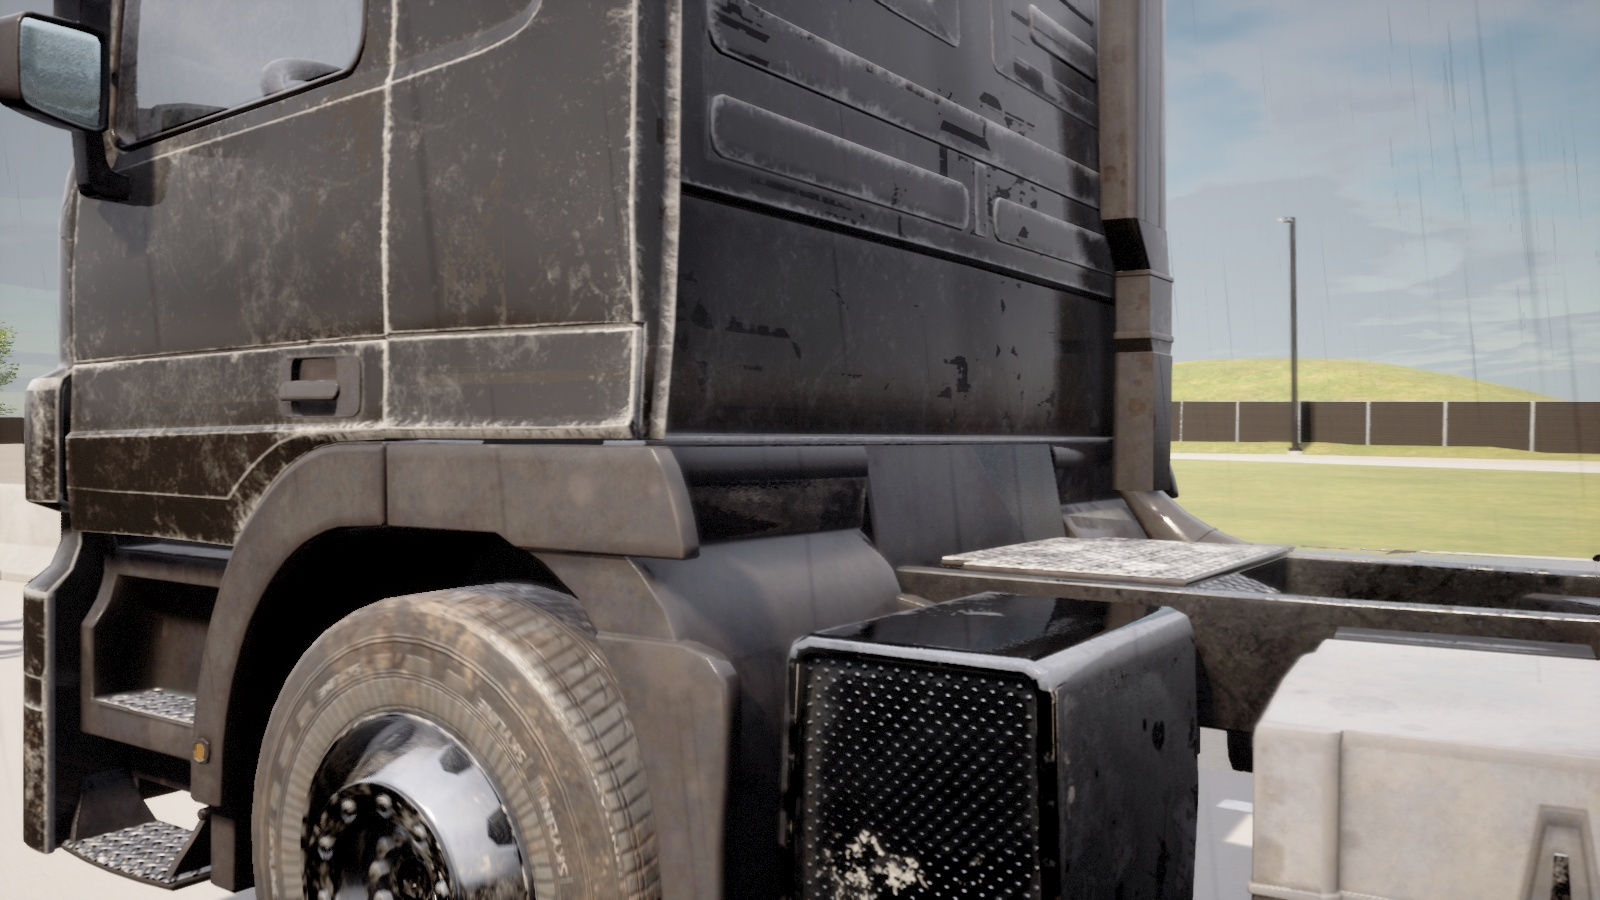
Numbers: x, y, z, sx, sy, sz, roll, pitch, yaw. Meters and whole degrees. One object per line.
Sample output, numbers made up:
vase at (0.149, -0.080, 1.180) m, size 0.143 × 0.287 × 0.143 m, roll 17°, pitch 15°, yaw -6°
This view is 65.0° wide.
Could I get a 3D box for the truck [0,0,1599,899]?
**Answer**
truck at (1.877, -0.299, 2.357) m, size 7.936 × 3.462 × 2.891 m, roll 0°, pitch 1°, yaw 34°
